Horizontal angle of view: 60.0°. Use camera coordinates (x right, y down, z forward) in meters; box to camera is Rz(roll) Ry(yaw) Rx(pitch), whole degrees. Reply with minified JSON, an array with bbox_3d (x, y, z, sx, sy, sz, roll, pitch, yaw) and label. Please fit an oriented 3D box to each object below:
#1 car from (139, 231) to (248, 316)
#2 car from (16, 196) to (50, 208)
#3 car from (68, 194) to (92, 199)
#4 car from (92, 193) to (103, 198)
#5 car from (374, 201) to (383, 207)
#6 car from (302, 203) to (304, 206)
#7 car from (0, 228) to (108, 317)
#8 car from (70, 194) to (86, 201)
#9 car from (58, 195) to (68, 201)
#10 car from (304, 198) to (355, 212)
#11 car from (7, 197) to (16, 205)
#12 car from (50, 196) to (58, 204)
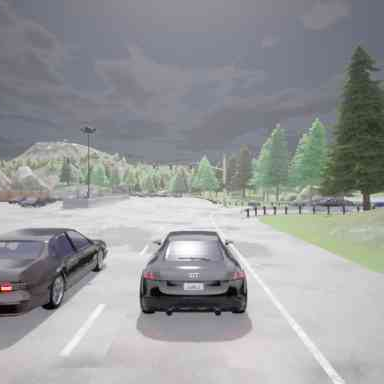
[{"bbox_3d":[0.026,1.563,7.606,1.994,1.385,4.181,0,0,0],"label":"car"},{"bbox_3d":[-21.527,1.398,45.272,1.812,1.442,4.674,0,0,-1],"label":"car"},{"bbox_3d":[-21.668,1.332,64.616,2.033,1.411,5.357,0,0,0],"label":"car"},{"bbox_3d":[-21.786,1.089,76.112,2.097,1.767,4.553,0,0,-1],"label":"car"},{"bbox_3d":[24.454,1.374,39.608,5.008,1.535,1.882,0,0,12],"label":"car"},{"bbox_3d":[15.707,1.454,41.018,4.181,1.385,1.994,0,0,7],"label":"car"},{"bbox_3d":[-3.474,1.547,7.754,2.033,1.411,5.357,0,0,0],"label":"car"},{"bbox_3d":[-25.259,1.268,73.865,1.812,1.442,4.674,0,0,-1],"label":"car"},{"bbox_3d":[-28.751,1.342,73.100,1.895,1.301,4.718,0,0,-1],"label":"car"},{"bbox_3d":[15.635,1.398,37.498,4.902,1.511,2.128,0,0,7],"label":"car"},{"bbox_3d":[-28.617,1.371,55.622,2.033,1.411,5.357,0,0,0],"label":"car"},{"bbox_3d":[-25.131,1.370,56.073,2.033,1.411,5.357,0,0,0],"label":"car"}]
